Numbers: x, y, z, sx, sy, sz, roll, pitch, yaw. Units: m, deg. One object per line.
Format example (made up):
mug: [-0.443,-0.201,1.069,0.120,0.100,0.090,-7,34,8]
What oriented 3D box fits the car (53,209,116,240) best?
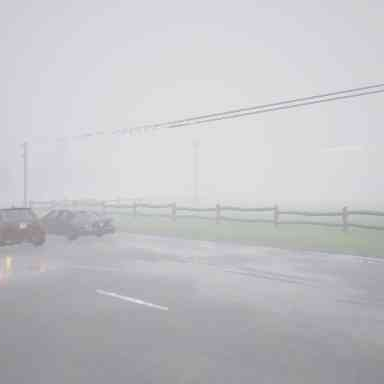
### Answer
car: [-6.236,1.560,16.916,5.357,1.411,2.033,0,0,36]

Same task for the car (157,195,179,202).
car: [-5.146,1.470,77.610,1.882,1.535,5.008,0,0,36]

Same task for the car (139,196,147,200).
car: [-10.816,1.588,81.715,1.895,1.301,4.718,0,0,36]

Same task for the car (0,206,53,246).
car: [-8.244,1.363,14.049,4.553,1.767,2.097,0,0,36]

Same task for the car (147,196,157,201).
car: [-7.972,1.545,79.674,1.994,1.385,4.181,0,0,36]

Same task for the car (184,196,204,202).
car: [0.506,1.532,73.481,2.033,1.411,5.357,0,0,36]
